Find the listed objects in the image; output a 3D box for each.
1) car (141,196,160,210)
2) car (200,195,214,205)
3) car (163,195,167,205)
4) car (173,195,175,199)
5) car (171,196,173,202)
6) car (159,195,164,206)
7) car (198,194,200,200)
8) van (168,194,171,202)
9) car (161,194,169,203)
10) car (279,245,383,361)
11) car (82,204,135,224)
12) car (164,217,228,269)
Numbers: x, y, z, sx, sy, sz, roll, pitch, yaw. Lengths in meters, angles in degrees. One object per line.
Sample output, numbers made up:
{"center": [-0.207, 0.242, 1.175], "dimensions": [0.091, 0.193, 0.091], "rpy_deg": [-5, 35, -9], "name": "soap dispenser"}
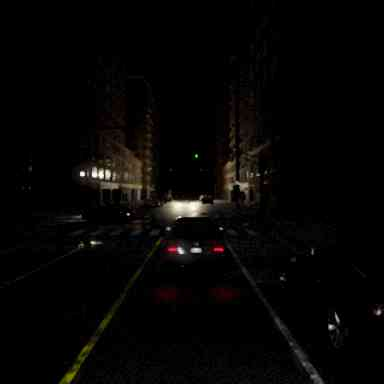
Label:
{"center": [-5.663, 1.533, 43.719], "dimensions": [1.752, 1.417, 4.829], "rpy_deg": [0, 0, 0], "name": "car"}
{"center": [2.864, 1.457, 60.276], "dimensions": [1.967, 1.590, 4.097], "rpy_deg": [0, 0, 0], "name": "car"}
{"center": [-5.661, 1.558, 54.791], "dimensions": [1.887, 1.381, 4.507], "rpy_deg": [0, 0, 0], "name": "car"}
{"center": [-5.659, 1.350, 76.594], "dimensions": [2.192, 1.841, 5.009], "rpy_deg": [0, 0, 0], "name": "car"}
{"center": [-5.659, 1.579, 71.143], "dimensions": [2.008, 1.369, 4.403], "rpy_deg": [0, 0, 0], "name": "car"}
{"center": [-5.662, 1.561, 49.340], "dimensions": [2.008, 1.369, 4.403], "rpy_deg": [0, 0, 0], "name": "car"}
{"center": [2.866, 1.579, 71.173], "dimensions": [2.008, 1.369, 4.403], "rpy_deg": [0, 0, 0], "name": "car"}
{"center": [-5.660, 1.364, 65.692], "dimensions": [1.690, 1.788, 3.998], "rpy_deg": [0, 0, 0], "name": "van"}
{"center": [-5.661, 1.562, 60.242], "dimensions": [1.887, 1.381, 4.507], "rpy_deg": [0, 0, 0], "name": "car"}
{"center": [2.857, 1.568, 5.900], "dimensions": [1.947, 1.339, 4.313], "rpy_deg": [0, 0, 0], "name": "car"}
{"center": [-6.278, 1.563, 24.926], "dimensions": [4.181, 1.385, 1.994], "rpy_deg": [0, 0, 33], "name": "car"}
{"center": [0.103, 1.552, 11.071], "dimensions": [2.033, 1.411, 5.357], "rpy_deg": [0, 0, 0], "name": "car"}
